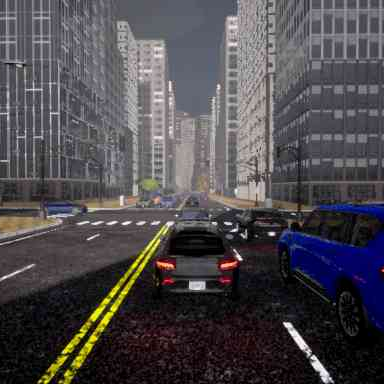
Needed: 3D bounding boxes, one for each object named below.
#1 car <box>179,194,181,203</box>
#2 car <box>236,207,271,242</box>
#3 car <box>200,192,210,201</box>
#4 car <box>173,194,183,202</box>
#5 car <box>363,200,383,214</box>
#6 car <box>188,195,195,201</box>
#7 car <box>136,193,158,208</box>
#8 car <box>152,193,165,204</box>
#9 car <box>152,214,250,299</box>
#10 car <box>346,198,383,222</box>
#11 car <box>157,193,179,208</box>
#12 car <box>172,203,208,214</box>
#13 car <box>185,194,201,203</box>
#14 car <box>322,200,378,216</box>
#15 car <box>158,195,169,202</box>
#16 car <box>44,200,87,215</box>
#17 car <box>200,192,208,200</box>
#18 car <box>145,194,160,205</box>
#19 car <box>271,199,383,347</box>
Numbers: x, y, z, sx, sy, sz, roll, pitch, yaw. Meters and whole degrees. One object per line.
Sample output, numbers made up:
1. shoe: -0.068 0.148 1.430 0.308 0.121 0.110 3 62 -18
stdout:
1. car: -3.385 1.503 57.394 2.033 1.411 5.357 0 0 0
2. car: 3.336 1.496 16.314 1.837 1.490 4.892 0 0 0
3. car: 3.181 1.443 79.630 1.812 1.442 4.674 0 0 0
4. car: -3.319 1.284 77.418 2.097 1.767 4.553 0 0 0
5. car: 21.778 1.643 36.725 4.829 1.417 1.752 1 0 1
6. car: -0.074 1.442 84.628 1.812 1.442 4.674 0 0 0
7. car: -6.669 1.318 47.873 2.097 1.767 4.553 0 0 1
8. car: -6.589 1.164 66.038 2.150 2.045 5.566 0 0 1
9. car: 0.092 1.522 8.310 1.812 1.442 4.674 0 0 0
10. car: 16.176 1.519 28.434 5.009 1.841 2.192 1 0 1
11. car: -3.387 1.318 47.921 2.097 1.767 4.553 0 0 0
12. car: 0.086 1.538 17.584 2.033 1.411 5.357 0 0 0
13. car: 0.049 1.442 49.189 1.882 1.535 5.008 0 0 0
14. car: 16.196 1.616 34.219 4.892 1.490 1.837 0 1 0
15. car: -6.568 1.470 76.520 2.033 1.411 5.357 0 0 0
16. car: -12.227 1.467 31.850 4.181 1.385 1.994 0 1 -6
17. car: 3.172 0.967 89.659 2.150 2.045 5.566 0 0 0
18. car: -6.635 1.309 56.512 2.097 1.767 4.553 0 0 0
19. car: 3.348 1.218 6.453 2.150 2.045 5.566 0 0 0
